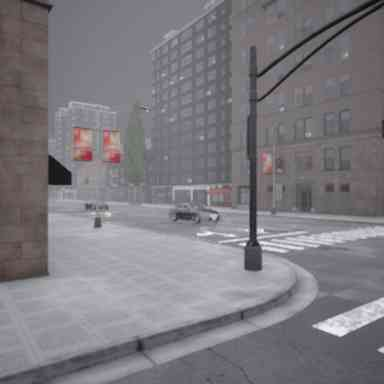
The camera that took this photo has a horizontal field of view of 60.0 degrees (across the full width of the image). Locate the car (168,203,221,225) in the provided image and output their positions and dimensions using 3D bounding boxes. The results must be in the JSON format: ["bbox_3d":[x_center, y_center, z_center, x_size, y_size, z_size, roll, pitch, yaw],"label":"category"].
[{"bbox_3d":[0.093,1.549,24.640,2.128,1.511,4.902,0,0,-36],"label":"car"}]

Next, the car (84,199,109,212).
[{"bbox_3d":[-11.967,1.614,41.462,1.882,1.535,5.008,0,0,-35],"label":"car"}]
